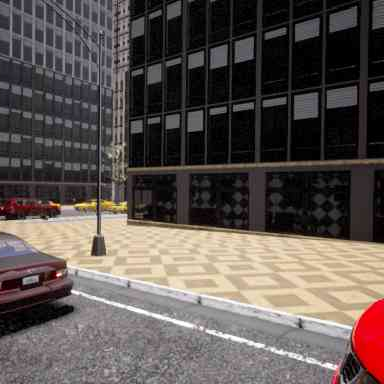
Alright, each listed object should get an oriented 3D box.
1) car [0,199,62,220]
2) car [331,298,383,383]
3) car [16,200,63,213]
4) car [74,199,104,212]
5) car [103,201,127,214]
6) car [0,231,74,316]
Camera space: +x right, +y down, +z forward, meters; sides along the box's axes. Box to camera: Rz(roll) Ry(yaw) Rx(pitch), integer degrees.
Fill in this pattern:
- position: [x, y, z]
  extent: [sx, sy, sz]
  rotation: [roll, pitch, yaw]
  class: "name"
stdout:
- position: [-14.401, 1.519, 29.801]
  extent: [2.192, 1.841, 5.009]
  rotation: [1, 0, 37]
  class: "car"
- position: [3.474, 1.222, 1.196]
  extent: [5.566, 2.045, 2.150]
  rotation: [0, 0, 36]
  class: "car"
- position: [-17.874, 1.643, 39.185]
  extent: [1.752, 1.417, 4.829]
  rotation: [1, 0, 37]
  class: "car"
- position: [-12.473, 1.686, 42.095]
  extent: [1.882, 1.535, 5.008]
  rotation: [1, 1, 37]
  class: "car"
- position: [-7.580, 1.830, 38.995]
  extent: [1.752, 1.417, 4.829]
  rotation: [1, 0, 37]
  class: "car"
- position: [-4.797, 1.544, 7.122]
  extent: [5.357, 1.411, 2.033]
  rotation: [0, 0, 35]
  class: "car"
